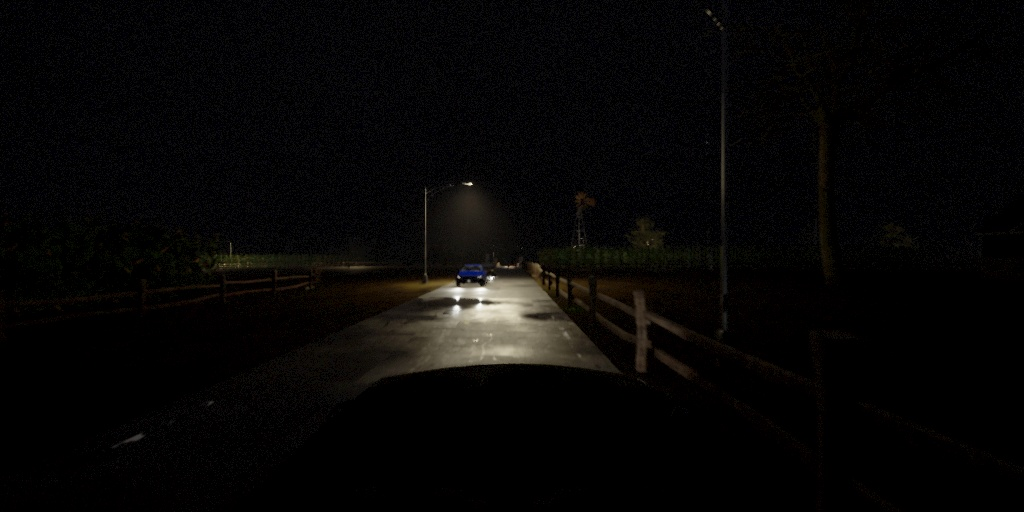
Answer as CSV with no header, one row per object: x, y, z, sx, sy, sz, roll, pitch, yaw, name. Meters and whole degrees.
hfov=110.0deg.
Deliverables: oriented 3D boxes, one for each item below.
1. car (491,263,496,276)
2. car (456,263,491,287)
-2.738,1.430,40.004,2.033,1.411,5.357,0,0,0,car
-2.754,1.332,25.323,1.812,1.442,4.674,0,0,0,car
